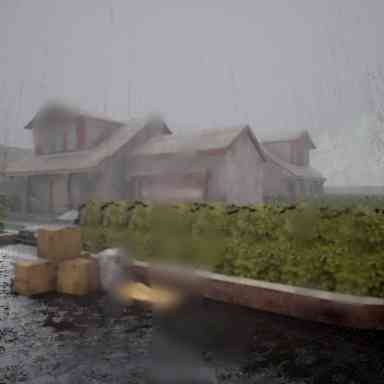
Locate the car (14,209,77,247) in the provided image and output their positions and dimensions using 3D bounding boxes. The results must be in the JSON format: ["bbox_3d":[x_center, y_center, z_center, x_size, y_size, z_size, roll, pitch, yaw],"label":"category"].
[{"bbox_3d":[-4.064,1.353,13.385,2.033,1.415,5.357,0,0,38],"label":"car"}]
